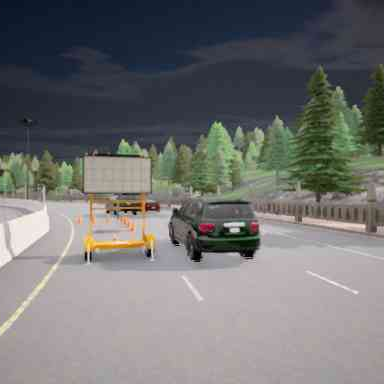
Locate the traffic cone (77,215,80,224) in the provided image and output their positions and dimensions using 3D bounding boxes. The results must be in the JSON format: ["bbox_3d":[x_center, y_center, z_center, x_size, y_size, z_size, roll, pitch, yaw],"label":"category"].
[{"bbox_3d":[-8.038,1.947,23.823,0.340,0.580,0.340,0,0,-18],"label":"traffic cone"}]

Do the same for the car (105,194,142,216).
[{"bbox_3d":[-7.084,1.206,32.988,2.150,2.045,5.566,0,-1,-26],"label":"car"}]

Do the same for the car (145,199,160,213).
[{"bbox_3d":[-5.142,1.465,36.737,1.882,1.535,5.008,0,0,-28],"label":"car"}]

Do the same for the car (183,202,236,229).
[{"bbox_3d":[1.044,1.496,22.774,1.837,1.490,4.892,0,0,-20],"label":"car"}]

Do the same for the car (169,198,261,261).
[{"bbox_3d":[0.609,1.218,12.516,2.150,2.045,5.566,0,0,-14],"label":"car"}]

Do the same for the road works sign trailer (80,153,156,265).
[{"bbox_3d":[-2.658,0.460,11.891,2.380,3.560,2.880,0,0,-18],"label":"road works sign trailer"}]
